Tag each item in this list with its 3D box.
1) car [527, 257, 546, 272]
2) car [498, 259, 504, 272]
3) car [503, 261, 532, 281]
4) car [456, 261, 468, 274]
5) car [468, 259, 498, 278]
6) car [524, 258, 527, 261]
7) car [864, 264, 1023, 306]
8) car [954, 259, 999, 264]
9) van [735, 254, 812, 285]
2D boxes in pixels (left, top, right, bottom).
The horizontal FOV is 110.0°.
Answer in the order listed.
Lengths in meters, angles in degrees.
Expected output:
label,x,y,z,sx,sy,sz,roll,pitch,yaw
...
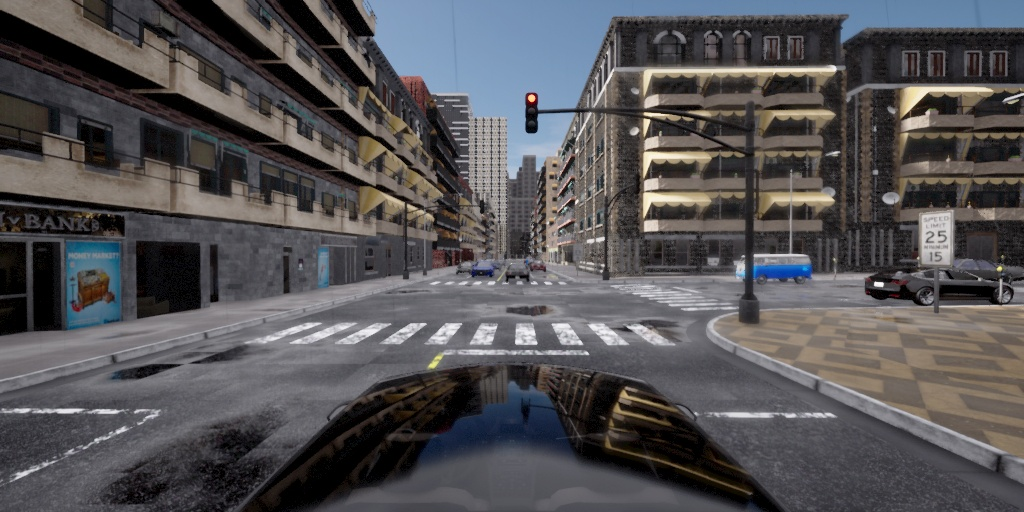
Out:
label,x,y,z,sx,sy,sz,roll,pitch,yaw
car,3.265,1.198,45.496,1.967,1.591,4.097,0,0,1
car,-2.494,1.322,47.413,1.994,1.385,4.181,0,0,1
car,0.472,1.351,30.066,1.895,1.301,4.718,0,0,1
car,-5.187,1.305,40.085,2.007,1.370,4.403,0,0,1
car,-2.676,1.230,34.112,1.882,1.535,5.008,0,0,1
car,3.486,1.319,62.077,2.007,1.370,4.403,0,0,1
car,15.926,1.077,13.539,4.313,1.339,1.948,0,0,0
car,24.081,0.882,19.331,5.357,1.411,2.033,-1,0,0
van,15.919,0.782,21.920,3.998,1.789,1.690,0,0,0
